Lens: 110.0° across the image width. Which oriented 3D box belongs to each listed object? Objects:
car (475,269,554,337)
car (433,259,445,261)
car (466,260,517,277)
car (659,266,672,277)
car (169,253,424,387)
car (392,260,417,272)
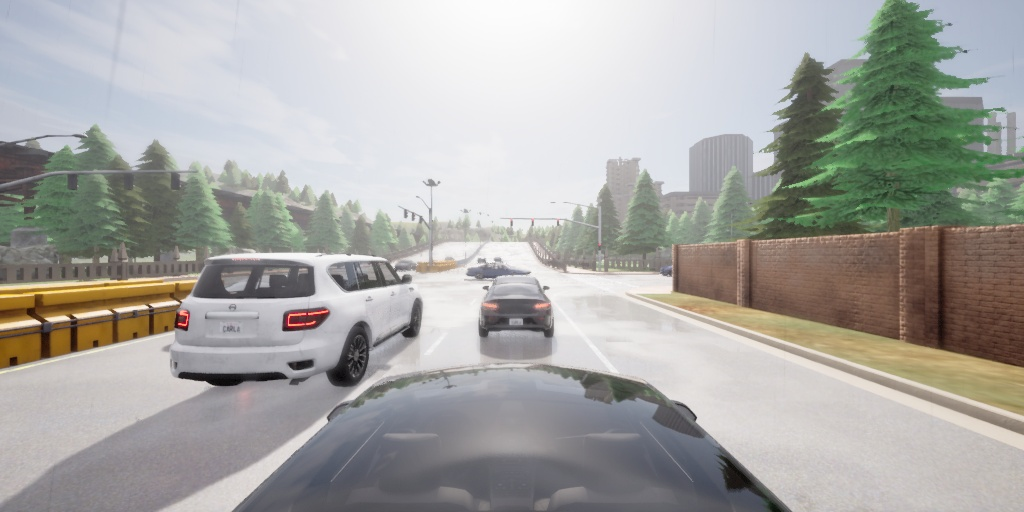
[{"bbox_3d":[0.116,1.276,10.146,1.812,1.442,4.674,0,0,1],"label":"car"},{"bbox_3d":[-13.772,1.298,62.726,2.033,1.411,5.357,0,0,1],"label":"car"},{"bbox_3d":[-1.095,1.297,29.635,5.357,1.411,2.033,0,0,17],"label":"car"},{"bbox_3d":[17.054,1.276,35.442,4.674,1.442,1.812,0,0,0],"label":"car"},{"bbox_3d":[-3.416,0.971,7.091,2.150,2.045,5.566,0,0,1],"label":"car"},{"bbox_3d":[-13.877,1.255,46.515,1.837,1.490,4.892,0,0,0],"label":"car"}]
